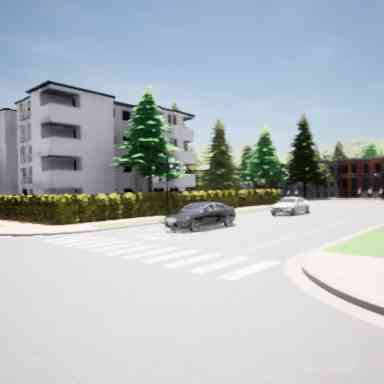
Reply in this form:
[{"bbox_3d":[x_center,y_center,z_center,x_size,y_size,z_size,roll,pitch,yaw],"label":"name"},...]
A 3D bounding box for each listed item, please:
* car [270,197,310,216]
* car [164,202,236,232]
[{"bbox_3d":[8.110,1.128,27.247,1.812,1.442,4.674,-1,0,41],"label":"car"},{"bbox_3d":[0.547,1.323,18.817,2.128,1.511,4.902,-1,0,43],"label":"car"}]
